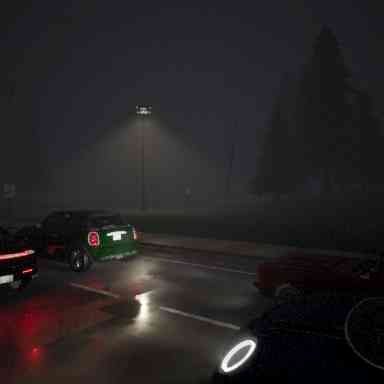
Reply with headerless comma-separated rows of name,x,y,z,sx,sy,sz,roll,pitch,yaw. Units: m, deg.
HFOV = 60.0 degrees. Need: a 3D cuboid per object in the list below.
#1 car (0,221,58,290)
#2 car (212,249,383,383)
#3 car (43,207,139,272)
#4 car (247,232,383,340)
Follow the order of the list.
car,-5.611,1.491,7.893,4.902,1.511,2.128,0,0,36
car,2.362,1.351,2.305,4.553,1.767,2.097,0,0,36
car,-3.925,1.352,10.992,4.553,1.767,2.097,0,0,36
car,3.521,1.601,5.779,4.718,1.301,1.895,0,0,36
